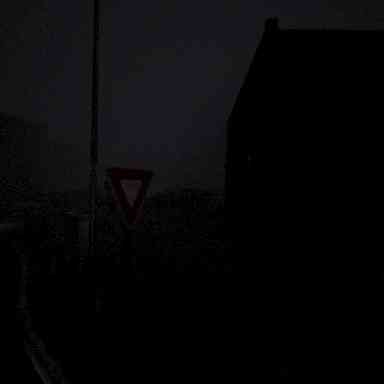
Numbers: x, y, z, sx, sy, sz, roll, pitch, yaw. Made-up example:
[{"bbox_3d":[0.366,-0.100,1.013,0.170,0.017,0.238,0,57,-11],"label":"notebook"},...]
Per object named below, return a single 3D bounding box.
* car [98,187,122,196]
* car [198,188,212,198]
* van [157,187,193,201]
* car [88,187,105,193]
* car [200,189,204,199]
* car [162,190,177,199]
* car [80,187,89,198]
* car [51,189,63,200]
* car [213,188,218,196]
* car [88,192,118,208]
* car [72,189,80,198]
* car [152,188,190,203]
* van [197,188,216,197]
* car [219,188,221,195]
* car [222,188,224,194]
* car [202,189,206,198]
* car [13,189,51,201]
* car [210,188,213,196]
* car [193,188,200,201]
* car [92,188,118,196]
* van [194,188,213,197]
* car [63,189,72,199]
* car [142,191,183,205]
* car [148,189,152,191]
[{"bbox_3d":[-18.575,-0.113,75.418,4.553,1.767,2.185,1,1,10],"label":"car"},{"bbox_3d":[0.643,0.554,67.269,5.366,1.575,1.946,1,1,11],"label":"car"},{"bbox_3d":[-2.675,0.609,51.048,4.442,1.987,1.878,1,1,11],"label":"van"},{"bbox_3d":[-20.577,-0.054,64.571,5.566,2.045,2.435,1,1,10],"label":"car"},{"bbox_3d":[-1.046,0.696,59.230,5.008,1.535,2.097,1,1,11],"label":"car"},{"bbox_3d":[-4.473,0.498,66.530,1.837,1.490,4.892,1,1,11],"label":"car"},{"bbox_3d":[-21.563,0.292,59.151,4.892,1.521,2.231,1,1,10],"label":"car"},{"bbox_3d":[-23.068,0.413,51.015,5.008,1.535,2.097,1,1,10],"label":"car"},{"bbox_3d":[2.525,0.117,78.220,5.566,2.045,2.435,1,1,11],"label":"car"},{"bbox_3d":[-9.558,0.999,37.207,1.994,1.385,4.181,1,1,8],"label":"car"},{"bbox_3d":[-22.026,0.209,56.426,4.553,1.767,2.185,1,1,10],"label":"car"},{"bbox_3d":[-3.063,0.752,48.164,4.553,1.767,2.185,1,1,10],"label":"car"},{"bbox_3d":[3.627,0.059,83.667,4.442,1.987,1.878,1,1,10],"label":"van"},{"bbox_3d":[4.493,0.229,89.164,4.792,1.488,2.163,1,1,11],"label":"car"},{"bbox_3d":[5.516,-0.128,94.624,5.566,2.045,2.435,1,1,11],"label":"car"},{"bbox_3d":[-0.549,0.651,61.838,4.892,1.521,2.231,1,1,11],"label":"car"},{"bbox_3d":[-23.532,0.324,48.290,4.553,1.767,2.185,1,1,10],"label":"car"},{"bbox_3d":[0.968,0.251,70.157,5.566,2.045,2.435,1,1,11],"label":"car"},{"bbox_3d":[-1.538,0.622,56.366,4.553,1.767,2.185,1,1,11],"label":"car"},{"bbox_3d":[-19.054,0.058,72.705,5.008,1.535,2.097,1,1,10],"label":"car"},{"bbox_3d":[2.890,0.095,80.980,4.442,1.987,1.878,1,1,10],"label":"van"},{"bbox_3d":[-22.560,0.414,53.723,4.674,1.452,2.002,1,1,10],"label":"car"},{"bbox_3d":[-4.118,0.970,42.834,4.792,1.488,2.163,1,1,11],"label":"car"},{"bbox_3d":[-6.256,0.728,56.949,1.994,1.385,4.181,1,1,11],"label":"car"}]
